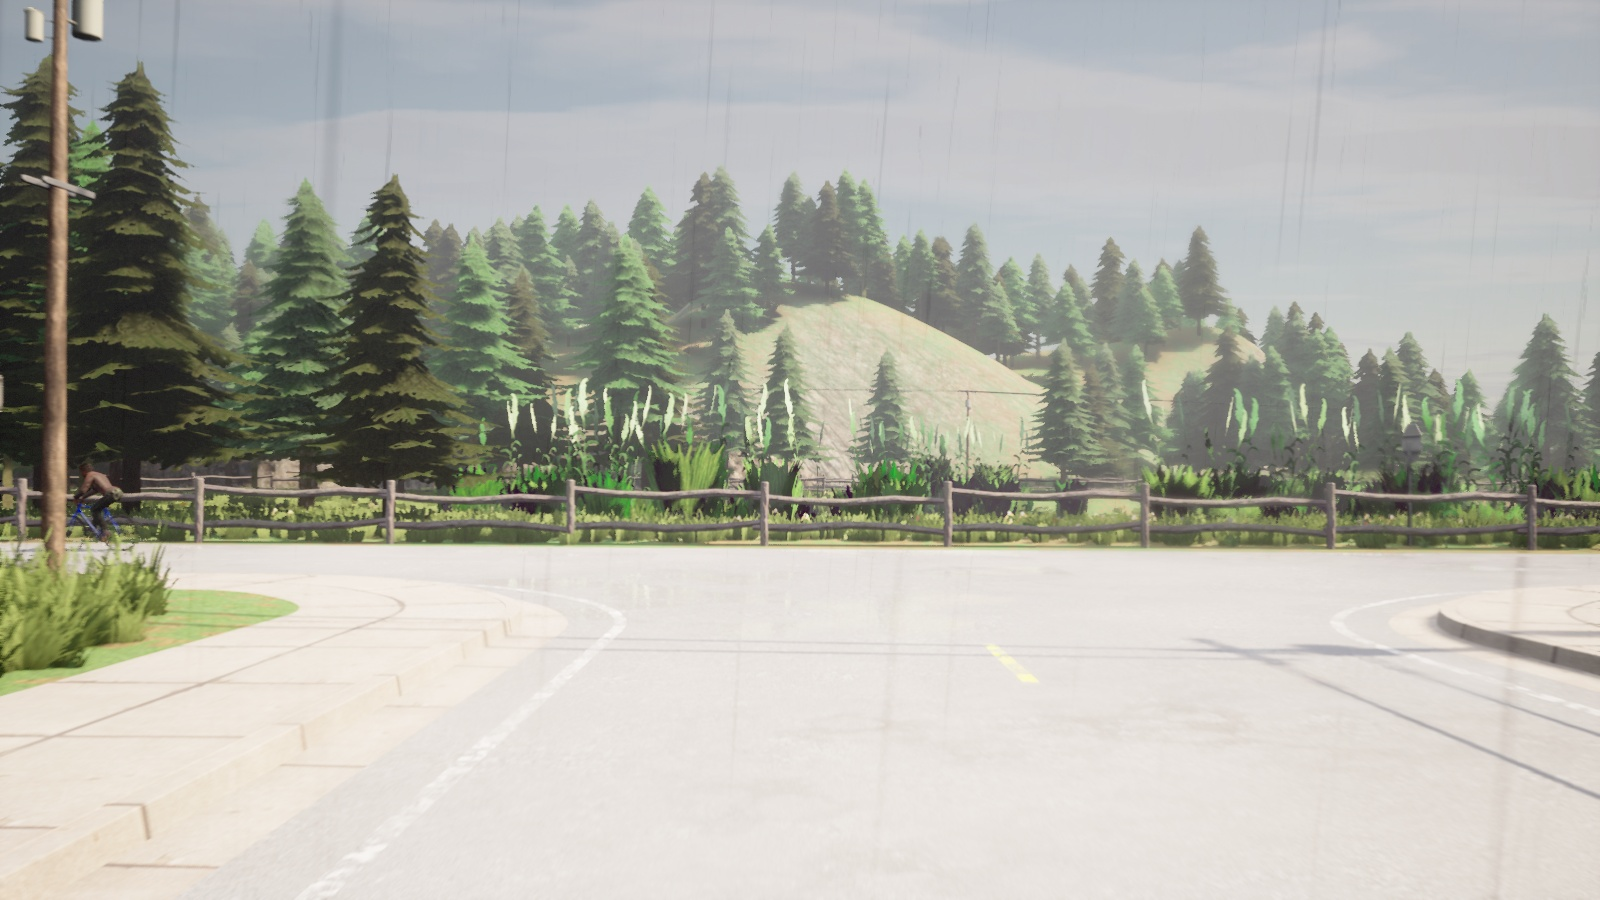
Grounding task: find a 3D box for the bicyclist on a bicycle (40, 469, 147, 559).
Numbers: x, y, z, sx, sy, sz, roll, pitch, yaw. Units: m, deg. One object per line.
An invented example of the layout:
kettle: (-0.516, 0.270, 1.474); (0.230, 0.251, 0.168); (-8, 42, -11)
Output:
bicyclist on a bicycle: (-12.965, 1.170, 23.063); (1.656, 1.620, 0.582); (-1, -1, 3)
